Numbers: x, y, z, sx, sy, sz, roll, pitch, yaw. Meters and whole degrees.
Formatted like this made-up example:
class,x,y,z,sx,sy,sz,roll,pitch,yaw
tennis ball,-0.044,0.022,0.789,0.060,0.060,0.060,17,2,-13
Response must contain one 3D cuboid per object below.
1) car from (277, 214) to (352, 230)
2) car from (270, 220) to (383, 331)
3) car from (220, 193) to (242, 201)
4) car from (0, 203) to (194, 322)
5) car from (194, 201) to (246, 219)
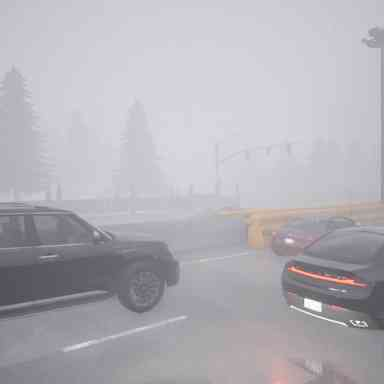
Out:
class,x,y,z,sx,sy,sz,roll,pitch,yaw
car,4.619,1.441,11.331,4.181,1.385,1.994,-1,1,-35
car,3.808,1.435,6.464,4.892,1.490,1.837,-1,1,-35
car,4.736,1.025,50.116,2.128,1.511,4.902,-1,1,-35
car,-2.912,1.217,5.968,5.566,2.045,2.150,0,0,-36
car,1.603,1.419,18.027,4.181,1.385,1.994,-1,1,-35
